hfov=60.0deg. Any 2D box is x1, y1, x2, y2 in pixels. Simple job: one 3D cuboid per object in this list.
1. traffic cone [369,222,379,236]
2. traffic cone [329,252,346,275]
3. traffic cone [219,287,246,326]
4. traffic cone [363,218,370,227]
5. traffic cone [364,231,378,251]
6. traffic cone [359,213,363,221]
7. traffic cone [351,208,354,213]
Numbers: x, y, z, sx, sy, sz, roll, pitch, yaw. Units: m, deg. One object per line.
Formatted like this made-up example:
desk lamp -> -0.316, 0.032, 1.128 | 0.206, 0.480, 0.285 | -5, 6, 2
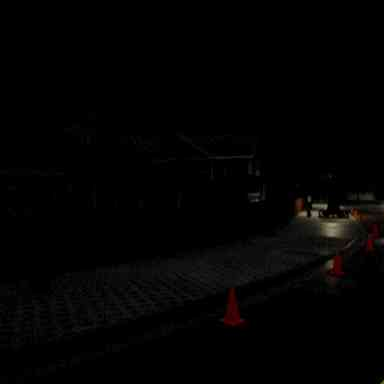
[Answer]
traffic cone -> 9.323, 1.932, 16.915 | 0.340, 0.580, 0.340 | 0, 0, 28
traffic cone -> 4.002, 1.944, 9.155 | 0.340, 0.580, 0.340 | 0, 0, 41
traffic cone -> 0.707, 1.950, 5.786 | 0.340, 0.580, 0.340 | 0, 0, -42
traffic cone -> 11.296, 1.926, 21.233 | 0.340, 0.580, 0.340 | 0, 0, 22
traffic cone -> 6.886, 1.938, 12.881 | 0.340, 0.580, 0.340 | 0, 0, 34
traffic cone -> 13.173, 1.921, 25.867 | 0.340, 0.580, 0.340 | 0, 0, 22
traffic cone -> 15.051, 1.915, 30.501 | 0.340, 0.580, 0.340 | 0, 0, 22
